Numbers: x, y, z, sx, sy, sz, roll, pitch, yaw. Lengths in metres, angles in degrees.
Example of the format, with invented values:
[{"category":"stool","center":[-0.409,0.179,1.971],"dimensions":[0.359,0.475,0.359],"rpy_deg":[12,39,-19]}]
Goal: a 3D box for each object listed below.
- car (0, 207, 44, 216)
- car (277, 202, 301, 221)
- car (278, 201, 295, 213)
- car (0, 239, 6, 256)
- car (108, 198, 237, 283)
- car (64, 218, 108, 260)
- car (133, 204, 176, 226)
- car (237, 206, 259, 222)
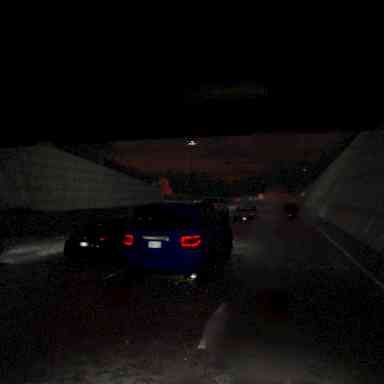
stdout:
[{"category":"car","center":[-14.130,1.933,26.519],"dimensions":[2.033,1.411,5.357],"rpy_deg":[-1,-1,15]},{"category":"car","center":[8.427,1.725,28.880],"dimensions":[1.812,1.442,4.674],"rpy_deg":[-1,-1,15]},{"category":"car","center":[11.810,1.889,41.565],"dimensions":[1.895,1.301,4.718],"rpy_deg":[-1,-1,15]},{"category":"car","center":[-7.674,1.761,9.204],"dimensions":[1.895,1.301,4.718],"rpy_deg":[-1,-1,15]},{"category":"car","center":[-0.158,1.321,10.235],"dimensions":[2.150,2.045,5.566],"rpy_deg":[-1,-1,15]},{"category":"car","center":[-3.051,1.717,12.953],"dimensions":[1.994,1.385,4.181],"rpy_deg":[-1,-1,15]},{"category":"car","center":[-2.895,1.792,27.133],"dimensions":[1.837,1.490,4.892],"rpy_deg":[-1,-1,15]},{"category":"car","center":[4.740,1.831,28.602],"dimensions":[1.895,1.301,4.718],"rpy_deg":[-1,-1,15]}]
